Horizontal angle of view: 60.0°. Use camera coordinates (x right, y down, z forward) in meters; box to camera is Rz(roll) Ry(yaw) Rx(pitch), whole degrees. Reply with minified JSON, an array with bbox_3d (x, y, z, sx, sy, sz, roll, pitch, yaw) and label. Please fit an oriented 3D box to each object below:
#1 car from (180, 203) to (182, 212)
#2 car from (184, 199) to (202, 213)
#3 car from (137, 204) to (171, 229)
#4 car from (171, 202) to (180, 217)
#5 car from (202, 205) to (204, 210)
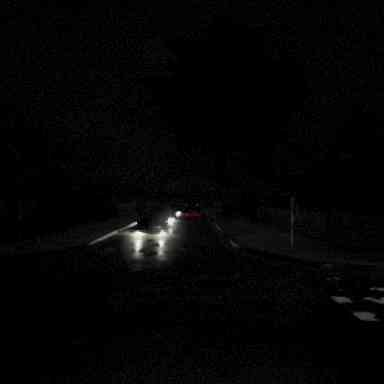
[{"bbox_3d":[-2.603,2.396,54.027,2.128,1.511,4.902,0,-1,3],"label":"car"},{"bbox_3d":[0.020,2.066,50.932,2.150,2.045,5.566,0,-1,1],"label":"car"},{"bbox_3d":[-2.844,1.834,24.663,1.882,1.535,5.008,0,-1,0],"label":"car"},{"bbox_3d":[-2.821,2.107,38.647,2.128,1.511,4.902,0,-1,0],"label":"car"},{"bbox_3d":[0.925,2.631,61.488,1.994,1.385,4.181,0,-1,13],"label":"car"}]
